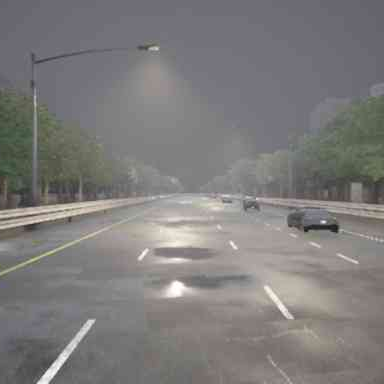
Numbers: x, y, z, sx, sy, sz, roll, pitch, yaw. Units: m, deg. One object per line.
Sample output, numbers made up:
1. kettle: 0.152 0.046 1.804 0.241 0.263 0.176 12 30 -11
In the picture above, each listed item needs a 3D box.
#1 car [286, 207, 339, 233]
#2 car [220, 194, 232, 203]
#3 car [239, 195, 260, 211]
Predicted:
1. car: 6.993 1.569 19.703 1.994 1.385 4.181 0 0 0
2. car: 6.996 1.590 68.431 1.994 1.385 4.181 0 0 0
3. car: 6.988 1.511 40.686 1.837 1.490 4.892 0 0 0
